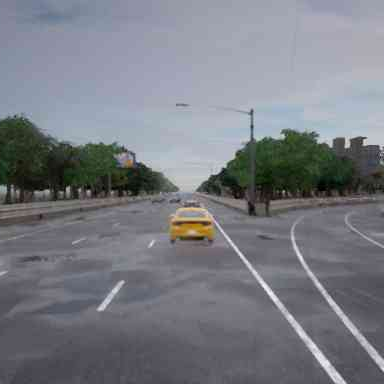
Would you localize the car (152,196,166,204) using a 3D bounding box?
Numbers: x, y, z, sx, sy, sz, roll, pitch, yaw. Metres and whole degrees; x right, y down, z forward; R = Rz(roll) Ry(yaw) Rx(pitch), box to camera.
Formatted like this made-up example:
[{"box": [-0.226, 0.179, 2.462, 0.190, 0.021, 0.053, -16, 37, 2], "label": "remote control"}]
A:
[{"box": [-7.011, 1.712, 67.447, 1.895, 1.301, 4.718, 0, 0, 0], "label": "car"}]

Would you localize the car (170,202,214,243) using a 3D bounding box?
[{"box": [-0.006, 1.490, 16.062, 1.882, 1.535, 5.008, 0, 0, 0], "label": "car"}]

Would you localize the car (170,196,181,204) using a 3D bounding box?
[{"box": [-3.511, 1.640, 67.417, 1.812, 1.442, 4.674, 0, 0, 0], "label": "car"}]

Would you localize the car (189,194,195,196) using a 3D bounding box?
[{"box": [-0.013, 1.656, 63.495, 2.033, 1.411, 5.357, 0, 0, 0], "label": "car"}]

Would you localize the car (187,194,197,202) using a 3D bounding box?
[{"box": [-0.013, 1.358, 77.811, 2.097, 1.767, 4.553, 0, 0, 0], "label": "car"}]

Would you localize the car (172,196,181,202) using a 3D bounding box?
[{"box": [-3.513, 1.579, 77.454, 1.895, 1.301, 4.718, 0, 0, 0], "label": "car"}]

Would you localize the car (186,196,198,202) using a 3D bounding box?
[{"box": [-0.007, 1.565, 40.331, 1.812, 1.442, 4.674, 0, 0, 0], "label": "car"}]
